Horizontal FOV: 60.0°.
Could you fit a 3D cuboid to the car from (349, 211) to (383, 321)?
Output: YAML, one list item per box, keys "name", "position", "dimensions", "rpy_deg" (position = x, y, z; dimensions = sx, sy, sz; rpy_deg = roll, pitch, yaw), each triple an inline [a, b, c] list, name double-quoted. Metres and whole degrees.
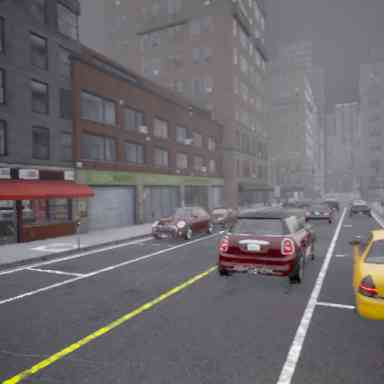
- name: "car"
  position: [4.352, 1.419, 6.961]
  dimensions: [1.801, 1.575, 5.366]
  rpy_deg: [-1, 0, 26]

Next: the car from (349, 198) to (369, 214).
- name: "car"
  position: [17.011, 1.403, 33.998]
  dimensions: [1.752, 1.417, 4.829]
  rpy_deg: [-2, -1, 26]

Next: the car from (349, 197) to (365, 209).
- name: "car"
  position: [21.774, 1.423, 43.916]
  dimensions: [1.802, 1.307, 4.206]
  rpy_deg: [-2, -1, 26]

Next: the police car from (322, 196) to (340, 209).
- name: "police car"
  position: [16.574, 1.338, 39.715]
  dimensions: [1.930, 1.638, 5.238]
  rpy_deg: [-1, 0, 26]

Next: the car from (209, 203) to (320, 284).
- name: "car"
  position: [2.427, 1.363, 10.001]
  dimensions: [2.097, 1.767, 4.553]
  rpy_deg: [-1, 0, 26]

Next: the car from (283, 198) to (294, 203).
- name: "car"
  position: [14.070, 1.539, 47.612]
  dimensions: [1.887, 1.381, 4.507]
  rpy_deg: [-2, -1, 26]

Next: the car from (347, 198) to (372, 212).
- name: "car"
  position: [14.521, 1.448, 28.809]
  dimensions: [2.008, 1.369, 4.403]
  rpy_deg: [-2, -1, 26]

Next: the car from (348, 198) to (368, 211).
- name: "car"
  position: [19.357, 1.426, 38.881]
  dimensions: [1.947, 1.339, 4.313]
  rpy_deg: [-2, -1, 26]

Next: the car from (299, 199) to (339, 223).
- name: "car"
  position: [9.614, 1.512, 24.973]
  dimensions: [2.033, 1.411, 5.357]
  rpy_deg: [-1, 0, 26]

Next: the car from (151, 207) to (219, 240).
- name: "car"
  position: [-0.431, 1.540, 17.396]
  dimensions: [1.967, 1.590, 4.097]
  rpy_deg: [-2, -1, 26]

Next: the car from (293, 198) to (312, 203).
- name: "car"
  position: [15.132, 1.505, 43.656]
  dimensions: [2.033, 1.411, 5.357]
  rpy_deg: [-1, 0, 26]
